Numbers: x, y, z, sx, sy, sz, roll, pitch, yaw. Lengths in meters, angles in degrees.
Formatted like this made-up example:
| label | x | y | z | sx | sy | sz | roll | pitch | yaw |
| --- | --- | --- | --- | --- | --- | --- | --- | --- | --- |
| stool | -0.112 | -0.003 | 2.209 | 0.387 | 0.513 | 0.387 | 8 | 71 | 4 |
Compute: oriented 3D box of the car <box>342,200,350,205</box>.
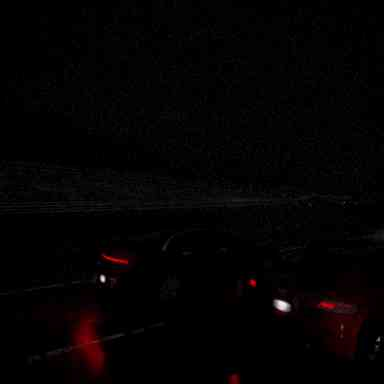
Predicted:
| label | x | y | z | sx | sy | sz | roll | pitch | yaw |
| --- | --- | --- | --- | --- | --- | --- | --- | --- | --- |
| car | 19.896 | 1.316 | 39.785 | 4.553 | 1.767 | 2.097 | 0 | 0 | -35 |

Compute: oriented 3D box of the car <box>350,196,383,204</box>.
| label | x | y | z | sx | sy | sz | roll | pitch | yaw |
| --- | --- | --- | --- | --- | --- | --- | --- | --- | --- |
| car | 19.272 | 1.460 | 35.037 | 4.902 | 1.511 | 2.128 | 0 | 0 | -36 |

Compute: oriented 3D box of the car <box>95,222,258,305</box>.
| label | x | y | z | sx | sy | sz | roll | pitch | yaw |
| --- | --- | --- | --- | --- | --- | --- | --- | --- | --- |
| car | 0.147 | 1.505 | 8.172 | 4.892 | 1.490 | 1.837 | 0 | 0 | -36 |

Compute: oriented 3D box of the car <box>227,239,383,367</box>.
| label | x | y | z | sx | sy | sz | roll | pitch | yaw |
| --- | --- | --- | --- | --- | --- | --- | --- | --- | --- |
| car | 2.894 | 1.562 | 5.834 | 4.181 | 1.385 | 1.994 | 0 | 0 | -36 |

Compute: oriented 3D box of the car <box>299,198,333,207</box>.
| label | x | y | z | sx | sy | sz | roll | pitch | yaw |
| --- | --- | --- | --- | --- | --- | --- | --- | --- | --- |
| car | 15.164 | 1.449 | 40.704 | 5.008 | 1.535 | 1.882 | 0 | 0 | -36 |
